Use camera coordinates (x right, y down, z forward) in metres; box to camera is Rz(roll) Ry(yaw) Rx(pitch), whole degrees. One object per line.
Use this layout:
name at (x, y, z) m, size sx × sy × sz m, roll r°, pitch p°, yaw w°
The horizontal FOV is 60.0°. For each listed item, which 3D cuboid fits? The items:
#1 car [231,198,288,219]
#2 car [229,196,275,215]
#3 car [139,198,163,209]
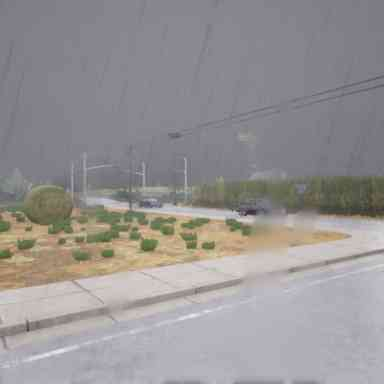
car at (5.955, 1.516, 28.570) m, size 2.128 × 1.511 × 4.902 m, roll 0°, pitch 0°, yaw -35°
car at (6.191, 1.376, 34.730) m, size 2.097 × 1.767 × 4.553 m, roll 0°, pitch 0°, yaw -35°
car at (-5.675, 1.550, 45.472) m, size 1.812 × 1.442 × 4.674 m, roll 0°, pitch 0°, yaw -34°
